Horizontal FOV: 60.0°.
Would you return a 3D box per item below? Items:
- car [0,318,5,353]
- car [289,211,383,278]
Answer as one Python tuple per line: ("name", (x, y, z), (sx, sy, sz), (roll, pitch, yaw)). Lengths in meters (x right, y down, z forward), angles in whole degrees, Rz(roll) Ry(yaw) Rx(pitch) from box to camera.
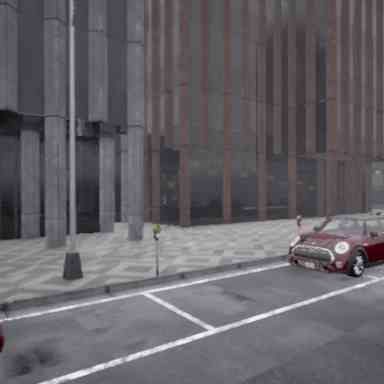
("car", (-4.400, 1.442, 3.513), (4.097, 1.590, 1.967), (0, 0, -35))
("car", (4.778, 1.430, 10.059), (4.097, 1.590, 1.967), (0, 0, -35))
